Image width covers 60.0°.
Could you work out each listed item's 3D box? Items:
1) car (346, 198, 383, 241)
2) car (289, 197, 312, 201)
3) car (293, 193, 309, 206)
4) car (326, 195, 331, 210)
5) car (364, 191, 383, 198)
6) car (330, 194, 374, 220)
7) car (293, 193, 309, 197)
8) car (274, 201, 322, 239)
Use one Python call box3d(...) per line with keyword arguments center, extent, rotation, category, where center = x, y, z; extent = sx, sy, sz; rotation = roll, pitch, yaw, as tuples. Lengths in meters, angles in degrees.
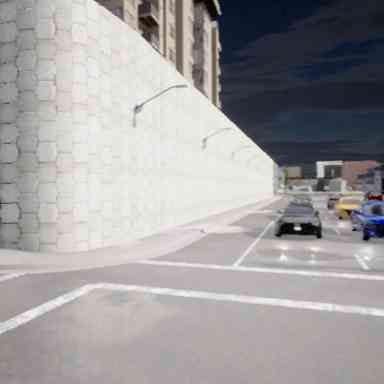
box3d(center=(8.527, 1.239, 15.221), extent=(1.882, 1.535, 5.008), rotation=(0, 1, 18), category="car")
box3d(center=(7.858, 1.262, 24.365), extent=(1.895, 1.301, 4.718), rotation=(0, 1, 18), category="car")
box3d(center=(14.303, 0.922, 43.621), extent=(1.812, 1.442, 4.674), rotation=(0, 1, 18), category="car")
box3d(center=(14.802, 0.993, 34.099), extent=(2.128, 1.511, 4.902), rotation=(0, 1, 19), category="car")
box3d(center=(27.863, 0.565, 51.218), extent=(2.097, 1.767, 4.553), rotation=(0, 1, 18), category="car")
box3d(center=(11.496, 1.115, 24.201), extent=(1.882, 1.535, 5.008), rotation=(0, 1, 18), category="car")
box3d(center=(11.071, 1.034, 33.992), extent=(1.837, 1.490, 4.892), rotation=(0, 1, 19), category="car")
box3d(center=(5.114, 1.340, 16.047), extent=(1.994, 1.385, 4.181), rotation=(0, 1, 18), category="car")
